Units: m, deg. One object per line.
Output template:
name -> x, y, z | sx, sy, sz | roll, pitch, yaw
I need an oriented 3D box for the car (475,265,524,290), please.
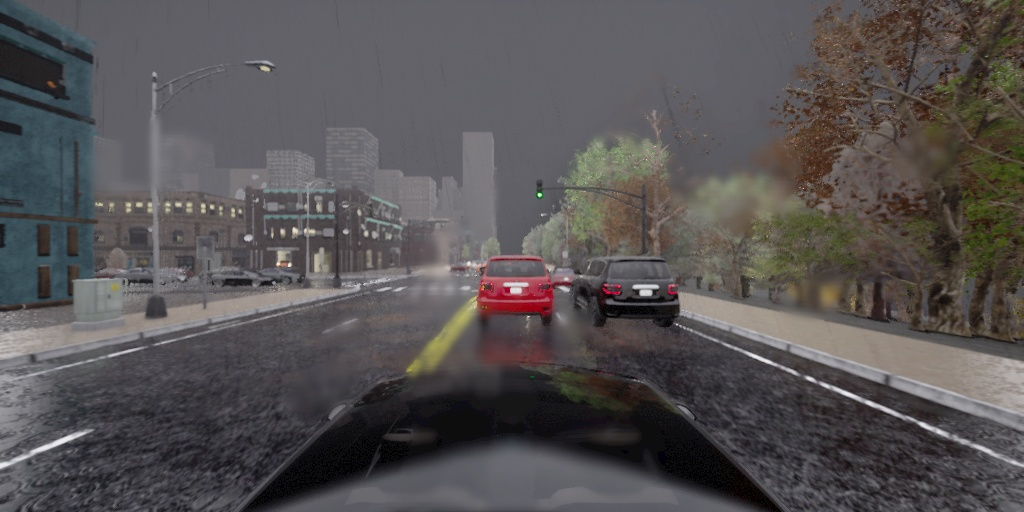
car -> -1.027, 1.382, 24.800 | 2.033, 1.411, 5.357 | 0, 0, -18

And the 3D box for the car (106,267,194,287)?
car -> -29.537, 1.679, 29.492 | 4.902, 1.511, 2.128 | -1, 0, 0

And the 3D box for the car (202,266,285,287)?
car -> -19.941, 1.660, 26.770 | 4.313, 1.339, 1.948 | 0, 0, 0

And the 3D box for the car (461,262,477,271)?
car -> -6.559, 1.542, 55.257 | 1.895, 1.301, 4.718 | 0, 0, 0

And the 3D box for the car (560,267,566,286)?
car -> 3.355, 1.397, 24.167 | 1.994, 1.385, 4.181 | 0, 0, 0

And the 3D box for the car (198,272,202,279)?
car -> -28.272, 1.688, 35.284 | 4.403, 1.370, 2.007 | 0, 0, 0

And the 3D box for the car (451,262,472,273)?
car -> -6.596, 1.510, 46.090 | 1.895, 1.301, 4.718 | 0, 0, 1

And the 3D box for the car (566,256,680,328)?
car -> 3.361, 1.011, 11.689 | 2.150, 2.045, 5.566 | 0, 0, 0

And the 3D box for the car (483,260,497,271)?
car -> -3.313, 1.418, 55.027 | 1.882, 1.535, 5.008 | 0, 0, 0

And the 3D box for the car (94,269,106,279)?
car -> -33.818, 1.692, 26.911 | 4.097, 1.591, 1.967 | 0, 0, 0

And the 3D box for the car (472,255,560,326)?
car -> 0.104, 1.008, 12.014 | 2.150, 2.045, 5.566 | 0, 0, 0

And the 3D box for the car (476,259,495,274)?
car -> -3.334, 1.261, 45.868 | 2.097, 1.767, 4.553 | 0, 0, 0

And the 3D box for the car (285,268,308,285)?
car -> -19.164, 1.632, 29.477 | 4.181, 1.385, 1.994 | -1, 0, 0
